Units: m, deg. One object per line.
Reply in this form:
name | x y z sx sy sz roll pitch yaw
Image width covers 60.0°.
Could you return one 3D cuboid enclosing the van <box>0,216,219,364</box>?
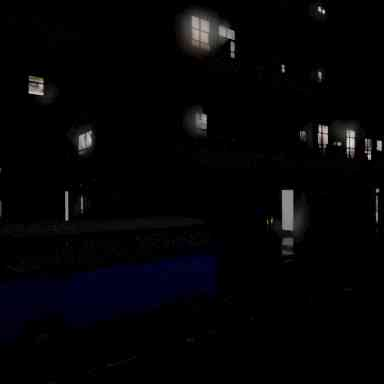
van | -1.416 1.341 5.555 3.998 1.788 1.690 0 0 -35
